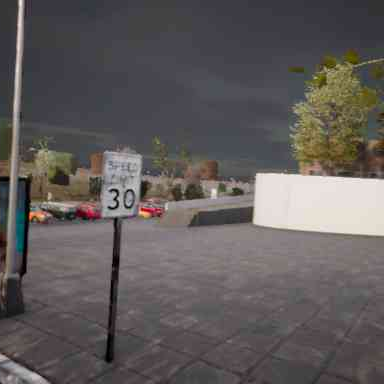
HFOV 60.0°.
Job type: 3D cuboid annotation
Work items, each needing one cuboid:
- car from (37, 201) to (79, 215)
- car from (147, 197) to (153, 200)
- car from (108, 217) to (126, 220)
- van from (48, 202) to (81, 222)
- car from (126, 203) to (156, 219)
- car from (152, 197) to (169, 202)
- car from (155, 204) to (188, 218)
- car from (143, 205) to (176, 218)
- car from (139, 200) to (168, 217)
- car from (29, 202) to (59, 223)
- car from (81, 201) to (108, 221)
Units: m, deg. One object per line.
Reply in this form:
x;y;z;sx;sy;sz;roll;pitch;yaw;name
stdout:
-17.896;2.123;44.676;1.837;1.490;4.892;6;2;36;car
-8.660;1.912;77.591;2.097;1.767;4.553;6;2;36;car
-12.192;2.475;43.901;5.566;2.045;2.435;6;2;16;car
-15.879;2.311;39.075;4.442;1.987;1.878;6;3;16;van
-8.551;2.912;48.739;5.366;1.575;1.946;6;2;16;car
-6.271;2.378;75.827;1.994;1.385;4.181;6;2;36;car
-3.478;3.156;56.095;4.892;1.521;2.231;6;2;16;car
-5.203;3.098;53.661;4.792;1.488;2.163;6;2;16;car
-6.925;2.734;51.211;5.566;2.045;2.435;6;2;16;car
-17.600;2.330;36.643;4.553;1.767;2.185;6;2;16;car
-14.017;2.383;41.475;5.566;2.045;2.435;7;3;16;car
